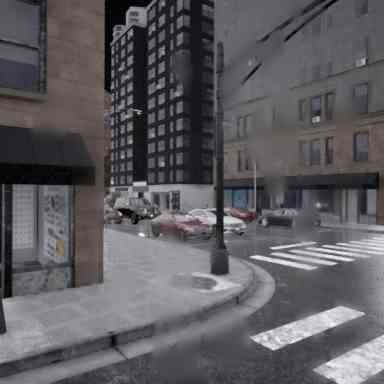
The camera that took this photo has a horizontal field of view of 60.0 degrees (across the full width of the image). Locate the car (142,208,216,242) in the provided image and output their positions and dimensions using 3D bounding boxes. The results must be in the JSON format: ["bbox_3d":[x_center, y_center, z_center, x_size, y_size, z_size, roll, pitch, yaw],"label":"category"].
[{"bbox_3d":[-0.644,1.701,17.098,1.802,1.307,4.206,0,0,-35],"label":"car"}]

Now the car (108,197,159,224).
[{"bbox_3d":[-4.611,1.458,27.262,2.150,2.045,5.566,0,-1,-35],"label":"car"}]

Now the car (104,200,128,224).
[{"bbox_3d":[-6.988,1.669,26.160,1.967,1.590,4.097,0,0,-35],"label":"car"}]

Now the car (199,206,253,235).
[{"bbox_3d":[1.071,1.663,19.126,1.812,1.442,4.674,0,-1,-34],"label":"car"}]

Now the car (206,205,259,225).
[{"bbox_3d":[3.155,1.794,26.537,1.802,1.307,4.206,0,0,-35],"label":"car"}]

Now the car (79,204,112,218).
[{"bbox_3d":[-10.356,1.939,35.487,1.895,1.301,4.718,0,-1,-35],"label":"car"}]

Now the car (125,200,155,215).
[{"bbox_3d":[-6.357,1.820,40.127,1.967,1.590,4.097,0,0,-35],"label":"car"}]

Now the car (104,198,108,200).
[{"bbox_3d":[-12.698,1.808,49.187,2.192,1.841,5.009,0,0,-35],"label":"car"}]

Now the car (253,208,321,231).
[{"bbox_3d":[6.325,1.708,22.007,2.008,1.369,4.403,0,0,-35],"label":"car"}]
